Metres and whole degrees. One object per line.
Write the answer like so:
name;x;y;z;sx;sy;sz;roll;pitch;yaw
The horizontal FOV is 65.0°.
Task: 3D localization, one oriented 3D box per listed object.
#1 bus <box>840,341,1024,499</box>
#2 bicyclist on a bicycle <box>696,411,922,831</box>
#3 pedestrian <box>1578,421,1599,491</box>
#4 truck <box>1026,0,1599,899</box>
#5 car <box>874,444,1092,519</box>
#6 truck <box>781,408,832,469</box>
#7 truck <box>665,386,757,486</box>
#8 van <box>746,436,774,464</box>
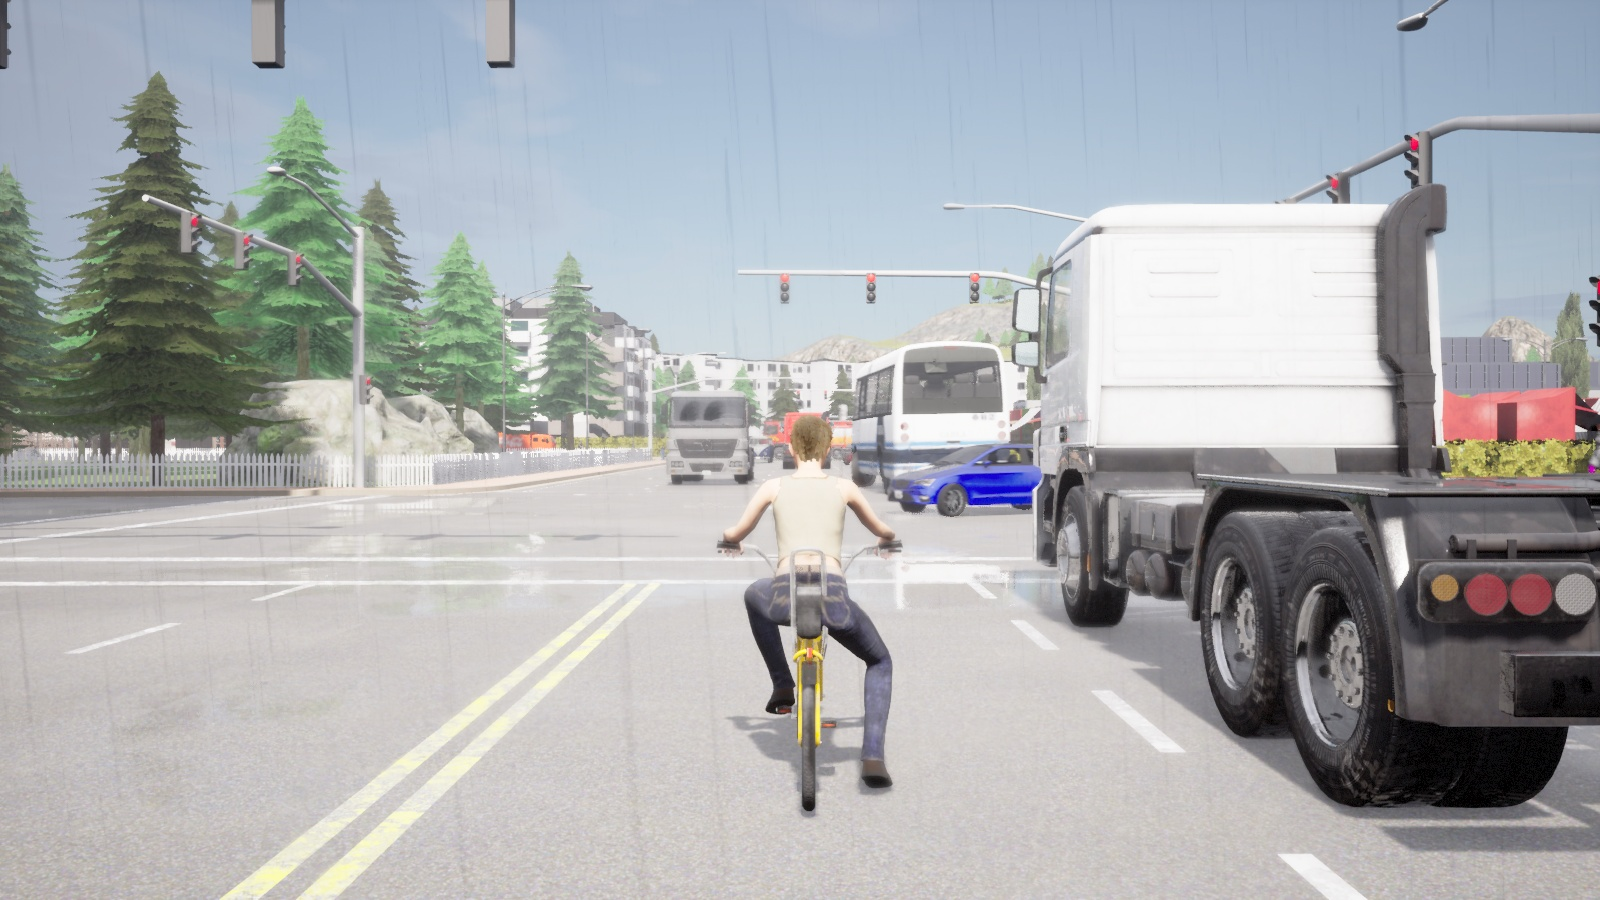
bus;3.774;-0.847;39.420;3.944;4.253;10.273;-1;0;-4
bicyclist on a bicycle;0.042;0.652;5.576;0.866;1.612;1.509;0;0;1
pedestrian;22.453;0.164;35.209;0.873;1.952;0.659;0;0;0
truck;3.559;-0.277;7.884;2.891;3.462;7.936;0;0;0
car;3.815;0.604;26.188;4.193;1.474;1.816;0;0;-25
truck;0.406;-0.659;75.130;2.891;3.462;7.936;0;0;0
truck;-3.224;-0.507;47.641;2.891;3.462;7.936;0;0;0
van;-2.951;-0.027;92.886;1.775;1.987;4.442;0;0;2
